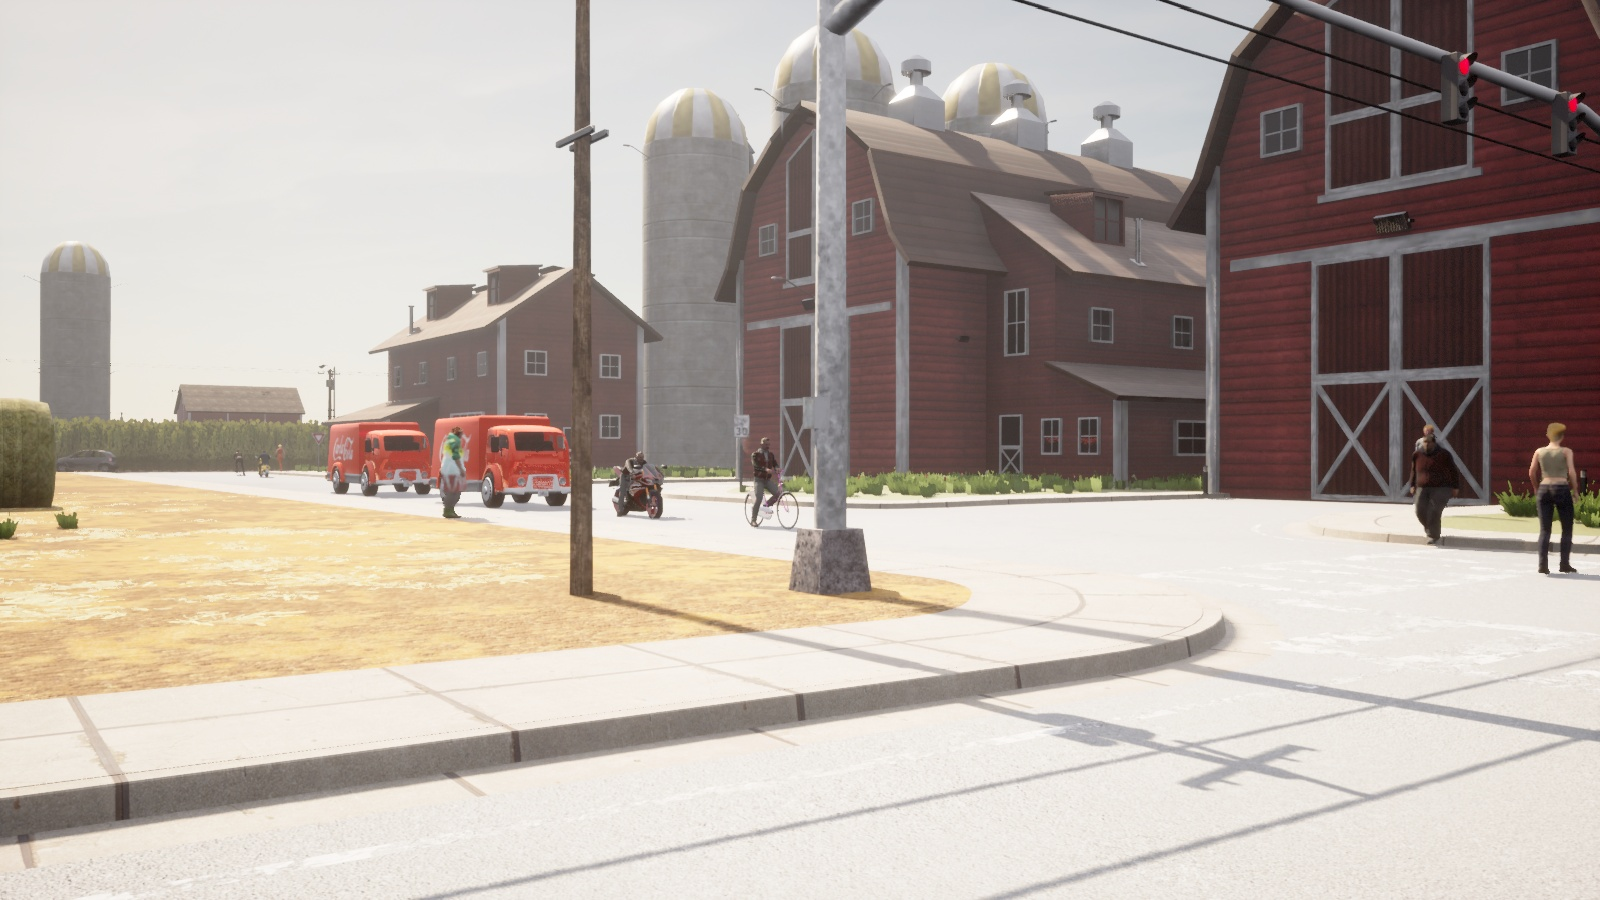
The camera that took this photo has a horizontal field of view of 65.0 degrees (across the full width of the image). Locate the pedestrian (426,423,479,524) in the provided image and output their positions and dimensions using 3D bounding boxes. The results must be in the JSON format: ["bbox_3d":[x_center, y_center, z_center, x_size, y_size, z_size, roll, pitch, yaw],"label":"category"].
[{"bbox_3d":[-6.864,0.455,24.799,0.873,1.952,0.659,0,0,-28],"label":"pedestrian"}]

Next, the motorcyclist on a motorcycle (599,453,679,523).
[{"bbox_3d":[-3.680,0.831,28.562,0.866,1.530,2.191,0,0,-36],"label":"motorcyclist on a motorcycle"}]

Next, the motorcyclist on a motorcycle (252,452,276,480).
[{"bbox_3d":[-30.678,0.911,71.868,0.866,1.590,1.817,0,1,-36],"label":"motorcyclist on a motorcycle"}]

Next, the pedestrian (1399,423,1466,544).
[{"bbox_3d":[9.926,0.515,19.713,0.899,1.844,0.634,0,0,-40],"label":"pedestrian"}]

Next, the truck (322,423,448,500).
[{"bbox_3d":[-14.410,0.349,43.388,2.627,2.467,5.204,-1,1,-36],"label":"truck"}]

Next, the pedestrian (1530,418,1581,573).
[{"bbox_3d":[9.163,0.538,15.227,0.594,1.836,0.345,0,0,-38],"label":"pedestrian"}]

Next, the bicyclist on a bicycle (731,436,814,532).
[{"bbox_3d":[-0.547,0.644,24.227,0.659,1.776,1.843,0,-1,-36],"label":"bicyclist on a bicycle"}]

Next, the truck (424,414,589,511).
[{"bbox_3d":[-8.225,0.334,34.843,2.627,2.467,5.204,0,0,-36],"label":"truck"}]

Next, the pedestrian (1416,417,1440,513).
[{"bbox_3d":[12.312,0.291,24.609,0.354,1.836,0.706,0,0,31],"label":"pedestrian"}]
